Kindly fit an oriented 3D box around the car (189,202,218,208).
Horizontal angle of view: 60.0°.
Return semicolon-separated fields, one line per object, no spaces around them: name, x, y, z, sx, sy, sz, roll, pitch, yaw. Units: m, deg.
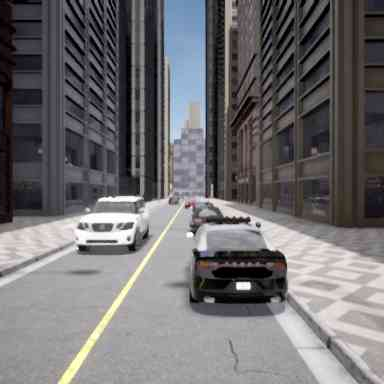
car;0.873;1.515;18.232;1.812;1.442;4.674;0;0;0

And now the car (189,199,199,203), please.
car;0.864;1.494;24.232;1.837;1.490;4.892;0;0;0

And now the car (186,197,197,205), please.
car;-0.083;1.581;59.010;1.994;1.385;4.181;0;0;0

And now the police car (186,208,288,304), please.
police car;0.887;1.418;8.342;1.930;1.638;5.238;0;0;0

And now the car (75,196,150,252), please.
car;-3.122;1.211;14.232;2.150;2.045;5.566;0;0;0

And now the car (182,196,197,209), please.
car;-0.030;1.599;45.986;1.895;1.301;4.718;0;0;0

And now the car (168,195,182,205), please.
car;-3.155;1.521;57.706;1.837;1.490;4.892;0;-1;0
